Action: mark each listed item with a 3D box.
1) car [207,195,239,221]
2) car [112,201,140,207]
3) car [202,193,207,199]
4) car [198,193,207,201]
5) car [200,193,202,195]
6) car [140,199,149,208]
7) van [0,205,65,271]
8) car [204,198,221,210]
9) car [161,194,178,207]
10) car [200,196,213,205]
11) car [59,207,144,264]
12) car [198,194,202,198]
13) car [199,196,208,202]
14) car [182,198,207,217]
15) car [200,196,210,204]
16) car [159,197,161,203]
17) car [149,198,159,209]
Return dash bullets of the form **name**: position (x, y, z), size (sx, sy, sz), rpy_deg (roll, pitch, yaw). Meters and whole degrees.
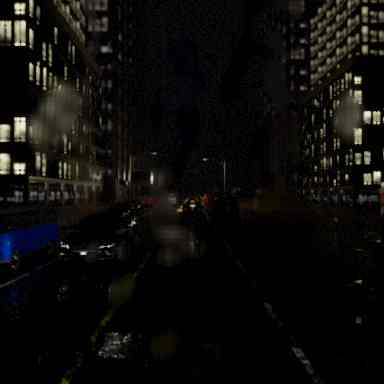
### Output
- **car**: position (2.646, 1.302, 27.157), size (2.192, 1.841, 5.009), rpy_deg (0, 0, 0)
- **car**: position (-5.735, 1.555, 27.142), size (1.947, 1.339, 4.313), rpy_deg (0, 0, 0)
- **car**: position (2.626, 1.296, 38.237), size (2.192, 1.841, 5.009), rpy_deg (0, 0, 0)
- **car**: position (2.546, 1.268, 82.551), size (2.192, 1.841, 5.009), rpy_deg (0, 0, 0)
- **car**: position (2.606, 1.289, 49.315), size (2.192, 1.841, 5.009), rpy_deg (0, 0, 0)
- **car**: position (-5.745, 1.537, 32.681), size (2.008, 1.369, 4.403), rpy_deg (0, 0, 0)
- **van**: position (-5.704, 1.338, 10.524), size (1.690, 1.788, 3.998), rpy_deg (0, 0, 0)
- **car**: position (2.615, 1.543, 43.776), size (1.947, 1.339, 4.313), rpy_deg (0, 0, 0)
- **car**: position (-3.176, 1.521, 51.548), size (2.033, 1.411, 5.357), rpy_deg (0, 0, 0)
- **car**: position (2.585, 1.518, 60.394), size (2.008, 1.369, 4.403), rpy_deg (0, 0, 0)
- **car**: position (-3.122, 1.500, 11.970), size (1.837, 1.490, 4.892), rpy_deg (0, 0, 0)
- **car**: position (0.022, 1.456, 42.930), size (1.882, 1.535, 5.008), rpy_deg (0, 0, 0)
- **car**: position (2.555, 1.523, 77.012), size (1.947, 1.339, 4.313), rpy_deg (0, 0, 0)
- **car**: position (0.044, 1.533, 31.250), size (2.033, 1.411, 5.357), rpy_deg (0, 0, 0)
- **car**: position (2.575, 1.489, 66.103), size (1.752, 1.417, 4.829), rpy_deg (0, 0, 0)
- **car**: position (-5.805, 1.548, 65.917), size (1.802, 1.307, 4.206), rpy_deg (0, 0, 0)
- **car**: position (-5.765, 1.561, 43.760), size (1.802, 1.307, 4.206), rpy_deg (0, 0, 0)
